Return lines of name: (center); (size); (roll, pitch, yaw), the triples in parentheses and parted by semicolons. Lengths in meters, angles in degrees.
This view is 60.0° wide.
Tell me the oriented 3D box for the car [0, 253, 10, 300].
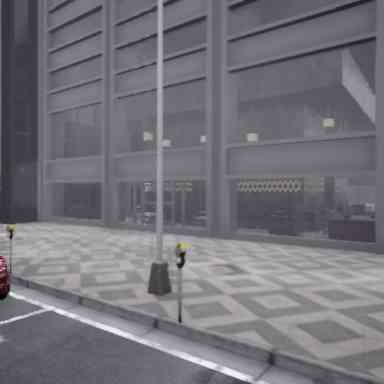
car: (-5.664, 1.440, 7.004); (4.097, 1.590, 1.967); (0, 0, 36)
